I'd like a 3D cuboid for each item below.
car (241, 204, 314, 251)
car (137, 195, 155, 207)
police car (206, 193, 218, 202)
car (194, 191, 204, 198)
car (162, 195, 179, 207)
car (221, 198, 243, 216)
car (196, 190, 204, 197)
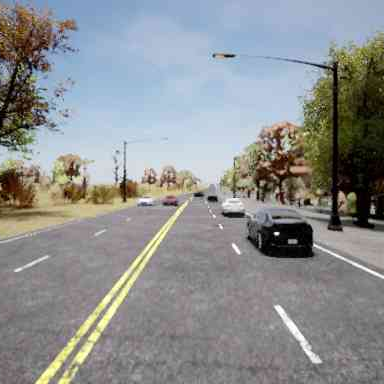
[{"bbox_3d":[3.398,1.400,13.563,1.837,1.490,4.892,0,0,1],"label":"car"},{"bbox_3d":[-6.066,1.161,44.469,1.812,1.442,4.674,0,1,2],"label":"car"},{"bbox_3d":[3.580,0.926,59.225,1.930,1.638,5.238,0,1,2],"label":"police car"},{"bbox_3d":[1.500,0.676,76.962,1.837,1.490,4.892,0,1,2],"label":"car"},{"bbox_3d":[-2.816,1.114,44.358,1.882,1.535,5.008,0,1,2],"label":"car"},{"bbox_3d":[3.581,1.291,29.592,1.812,1.442,4.674,0,0,1],"label":"car"},{"bbox_3d":[2.245,0.385,94.386,2.097,1.767,4.553,0,1,3],"label":"car"}]
